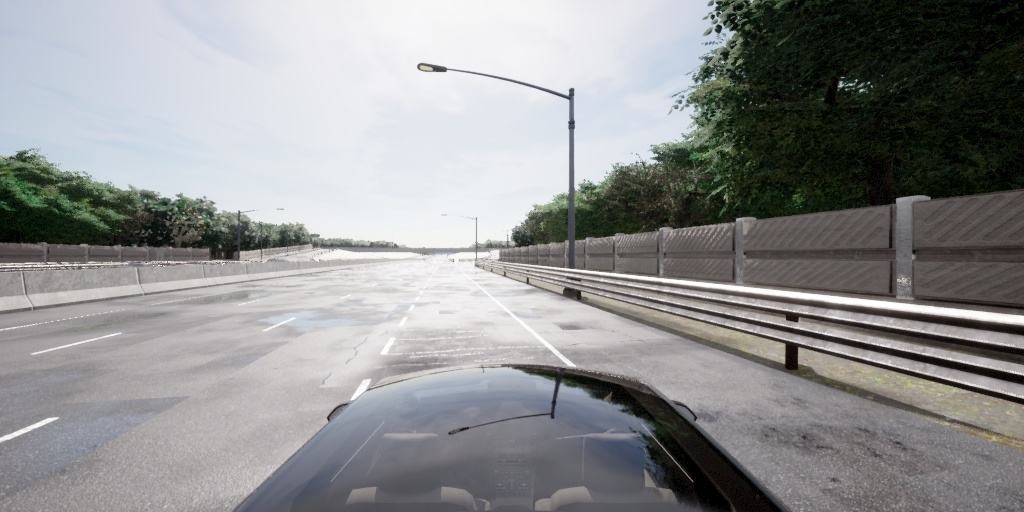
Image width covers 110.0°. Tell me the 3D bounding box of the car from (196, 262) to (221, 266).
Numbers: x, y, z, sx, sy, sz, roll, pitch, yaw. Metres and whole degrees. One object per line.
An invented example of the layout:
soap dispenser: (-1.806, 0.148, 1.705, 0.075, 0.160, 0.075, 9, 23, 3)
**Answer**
car: (-36.048, 1.384, 42.297, 1.895, 1.301, 4.718, 0, 0, -10)

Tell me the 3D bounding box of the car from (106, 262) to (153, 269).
car: (-38.459, 1.338, 36.137, 1.994, 1.385, 4.181, 0, 0, -11)

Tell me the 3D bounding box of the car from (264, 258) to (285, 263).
car: (-34.147, 1.147, 51.424, 2.097, 1.767, 4.553, 0, 0, -10)
